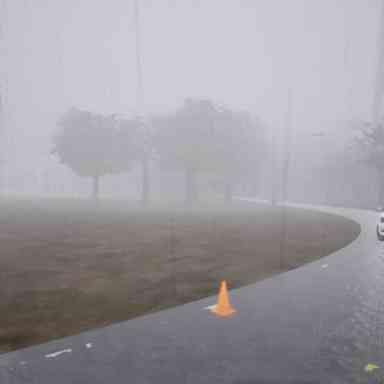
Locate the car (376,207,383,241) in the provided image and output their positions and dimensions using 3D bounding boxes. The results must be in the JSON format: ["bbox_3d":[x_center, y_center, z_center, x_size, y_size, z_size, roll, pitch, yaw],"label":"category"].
[{"bbox_3d":[10.637,1.309,16.632,2.150,2.045,5.566,0,0,31],"label":"car"}]

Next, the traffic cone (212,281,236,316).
[{"bbox_3d":[0.614,2.001,6.387,0.340,0.580,0.340,0,0,-42],"label":"traffic cone"}]
